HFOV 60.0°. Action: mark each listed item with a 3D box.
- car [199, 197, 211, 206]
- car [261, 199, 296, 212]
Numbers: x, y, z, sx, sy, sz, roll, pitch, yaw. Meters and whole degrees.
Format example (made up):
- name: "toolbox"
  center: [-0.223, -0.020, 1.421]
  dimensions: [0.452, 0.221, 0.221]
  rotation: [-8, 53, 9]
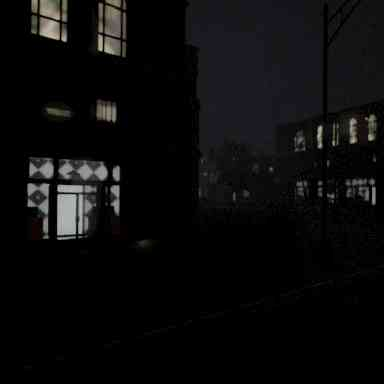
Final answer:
- name: "car"
  center: [1.376, 1.476, 52.116]
  dimensions: [1.887, 1.381, 4.507]
  rotation: [1, 0, -27]
- name: "car"
  center: [9.443, 1.490, 36.634]
  dimensions: [2.008, 1.369, 4.403]
  rotation: [1, 0, -27]
